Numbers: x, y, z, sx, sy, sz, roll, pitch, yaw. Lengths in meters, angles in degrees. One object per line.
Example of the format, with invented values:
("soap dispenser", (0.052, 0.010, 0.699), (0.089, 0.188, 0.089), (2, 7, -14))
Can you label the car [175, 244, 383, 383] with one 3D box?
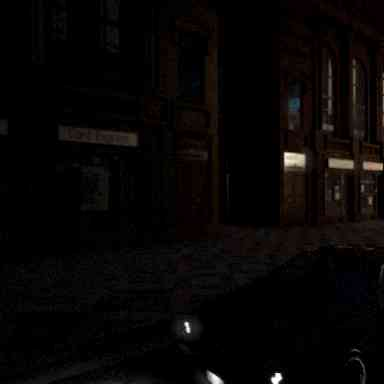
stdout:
("car", (2.409, 1.557, 4.973), (5.357, 1.411, 2.033), (0, 0, -35))
